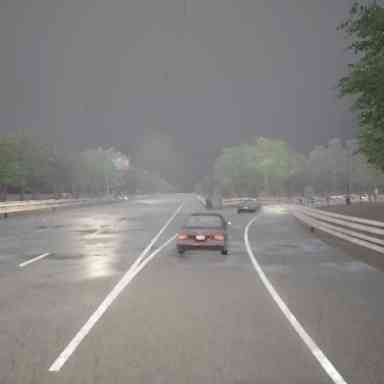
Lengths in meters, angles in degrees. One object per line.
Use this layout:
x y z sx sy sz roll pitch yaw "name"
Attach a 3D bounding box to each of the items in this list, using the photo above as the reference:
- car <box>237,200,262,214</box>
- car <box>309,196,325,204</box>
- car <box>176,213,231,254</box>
6.276 1.583 35.957 1.994 1.385 4.181 0 0 22 "car"
23.667 1.516 62.951 1.812 1.442 4.674 0 0 43 "car"
0.579 1.554 13.502 2.033 1.411 5.357 0 0 7 "car"
